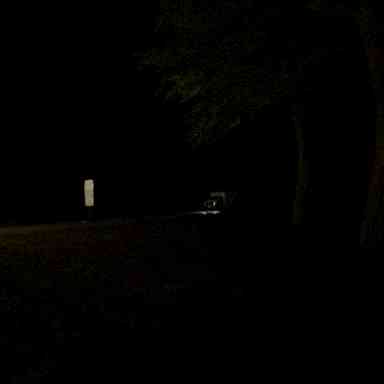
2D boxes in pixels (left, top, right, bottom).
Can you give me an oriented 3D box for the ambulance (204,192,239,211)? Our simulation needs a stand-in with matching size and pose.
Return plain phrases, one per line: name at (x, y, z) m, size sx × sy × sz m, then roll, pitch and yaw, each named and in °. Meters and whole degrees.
ambulance at (3.989, 1.214, 45.090) m, size 2.351 × 2.431 × 6.366 m, roll -3°, pitch -2°, yaw 35°
